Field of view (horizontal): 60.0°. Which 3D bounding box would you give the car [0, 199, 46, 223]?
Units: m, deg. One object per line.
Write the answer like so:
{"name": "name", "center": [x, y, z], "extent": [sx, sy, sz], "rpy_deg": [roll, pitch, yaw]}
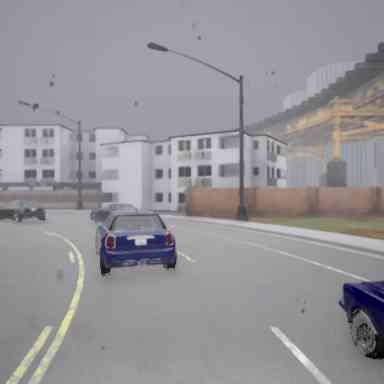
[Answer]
{"name": "car", "center": [-13.523, 1.361, 26.142], "extent": [4.553, 1.767, 2.097], "rpy_deg": [0, 0, 38]}

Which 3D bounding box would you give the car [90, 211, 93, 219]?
{"name": "car", "center": [-5.303, 1.524, 23.555], "extent": [2.033, 1.411, 5.357], "rpy_deg": [0, 0, -41]}

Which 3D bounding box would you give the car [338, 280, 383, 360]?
{"name": "car", "center": [3.306, 1.580, 3.025], "extent": [1.895, 1.301, 4.718], "rpy_deg": [0, 0, -4]}

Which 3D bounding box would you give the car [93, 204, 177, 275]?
{"name": "car", "center": [-1.991, 1.339, 10.812], "extent": [2.097, 1.767, 4.553], "rpy_deg": [0, 0, -18]}
